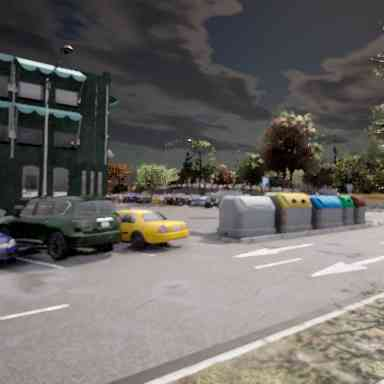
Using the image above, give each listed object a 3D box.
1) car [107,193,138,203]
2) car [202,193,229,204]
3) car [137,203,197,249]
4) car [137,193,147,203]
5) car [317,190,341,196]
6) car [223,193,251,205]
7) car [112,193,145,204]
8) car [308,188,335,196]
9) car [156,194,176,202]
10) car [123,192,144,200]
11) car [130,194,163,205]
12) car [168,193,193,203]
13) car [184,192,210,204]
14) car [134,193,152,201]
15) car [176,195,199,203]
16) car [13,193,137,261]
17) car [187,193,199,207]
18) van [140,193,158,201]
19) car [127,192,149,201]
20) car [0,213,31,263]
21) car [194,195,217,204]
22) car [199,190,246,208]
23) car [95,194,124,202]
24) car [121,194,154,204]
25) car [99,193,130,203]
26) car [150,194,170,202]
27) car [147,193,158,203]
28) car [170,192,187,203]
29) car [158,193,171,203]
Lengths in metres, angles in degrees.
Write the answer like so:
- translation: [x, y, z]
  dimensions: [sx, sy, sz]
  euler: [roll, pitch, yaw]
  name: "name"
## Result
- translation: [-11.660, 1.049, 55.958]
  dimensions: [2.097, 1.535, 5.008]
  euler: [1, 0, 35]
  name: "car"
- translation: [4.498, 1.247, 62.464]
  dimensions: [2.435, 2.045, 5.566]
  euler: [1, -2, 35]
  name: "car"
- translation: [-2.688, 1.418, 14.208]
  dimensions: [5.366, 1.575, 1.946]
  euler: [-1, 0, 35]
  name: "car"
- translation: [-4.897, 1.049, 46.233]
  dimensions: [2.231, 1.521, 4.892]
  euler: [0, -1, 35]
  name: "car"
- translation: [18.296, 1.244, 42.620]
  dimensions: [2.435, 2.045, 5.566]
  euler: [1, -2, 35]
  name: "car"
- translation: [7.918, 1.244, 57.452]
  dimensions: [2.435, 2.045, 5.566]
  euler: [1, -1, 35]
  name: "car"
- translation: [-10.067, 1.044, 53.370]
  dimensions: [1.946, 1.575, 5.366]
  euler: [1, 0, 35]
  name: "car"
- translation: [20.397, 0.221, 51.569]
  dimensions: [2.097, 1.767, 4.553]
  euler: [2, 3, -34]
  name: "car"
- translation: [-5.901, 1.372, 77.298]
  dimensions: [2.185, 1.767, 4.553]
  euler: [1, -2, 35]
  name: "car"
- translation: [-16.227, 1.246, 92.236]
  dimensions: [2.435, 2.045, 5.566]
  euler: [1, -2, 35]
  name: "car"
- translation: [-6.600, 1.078, 48.641]
  dimensions: [2.163, 1.488, 4.792]
  euler: [1, 0, 35]
  name: "car"
- translation: [-2.410, 1.248, 72.387]
  dimensions: [2.435, 2.045, 5.566]
  euler: [1, -2, 35]
  name: "car"
- translation: [1.004, 1.246, 67.377]
  dimensions: [2.435, 2.045, 5.566]
  euler: [1, -1, 35]
  name: "car"
- translation: [-12.761, 1.374, 87.267]
  dimensions: [2.185, 1.767, 4.553]
  euler: [1, -1, 35]
  name: "car"
- translation: [-0.812, 1.488, 69.722]
  dimensions: [1.946, 1.575, 5.366]
  euler: [1, -1, 35]
  name: "car"
- translation: [-5.028, 1.193, 12.365]
  dimensions: [5.566, 2.045, 2.435]
  euler: [-1, 0, 35]
  name: "car"
- translation: [1.860, 1.087, 36.523]
  dimensions: [2.002, 1.452, 4.674]
  euler: [1, 0, 35]
  name: "car"
- translation: [-10.992, 1.277, 84.863]
  dimensions: [1.878, 1.987, 4.442]
  euler: [1, -2, 35]
  name: "van"
- translation: [-14.513, 1.245, 89.700]
  dimensions: [2.435, 2.045, 5.566]
  euler: [1, -1, 35]
  name: "car"
- translation: [-7.458, 1.504, 10.606]
  dimensions: [4.674, 1.452, 2.002]
  euler: [-1, -1, 35]
  name: "car"
- translation: [2.729, 1.498, 64.913]
  dimensions: [2.231, 1.521, 4.892]
  euler: [1, -2, 35]
  name: "car"
- translation: [3.544, 0.795, 34.070]
  dimensions: [2.435, 2.045, 5.566]
  euler: [1, 0, 35]
  name: "car"
- translation: [-15.028, 1.080, 60.838]
  dimensions: [2.163, 1.488, 4.792]
  euler: [0, -1, 35]
  name: "car"
- translation: [-8.271, 1.049, 51.092]
  dimensions: [2.097, 1.535, 5.008]
  euler: [0, -1, 35]
  name: "car"
- translation: [-13.446, 1.045, 58.228]
  dimensions: [1.946, 1.575, 5.366]
  euler: [1, 0, 35]
  name: "car"
- translation: [-7.638, 1.372, 79.780]
  dimensions: [2.185, 1.767, 4.553]
  euler: [1, -2, 35]
  name: "car"
- translation: [-3.109, 1.047, 43.964]
  dimensions: [1.946, 1.575, 5.366]
  euler: [0, -1, 35]
  name: "car"
- translation: [0.167, 1.048, 38.949]
  dimensions: [2.231, 1.521, 4.892]
  euler: [0, -1, 35]
  name: "car"
- translation: [-1.538, 0.922, 41.358]
  dimensions: [2.185, 1.767, 4.553]
  euler: [0, -1, 35]
  name: "car"
